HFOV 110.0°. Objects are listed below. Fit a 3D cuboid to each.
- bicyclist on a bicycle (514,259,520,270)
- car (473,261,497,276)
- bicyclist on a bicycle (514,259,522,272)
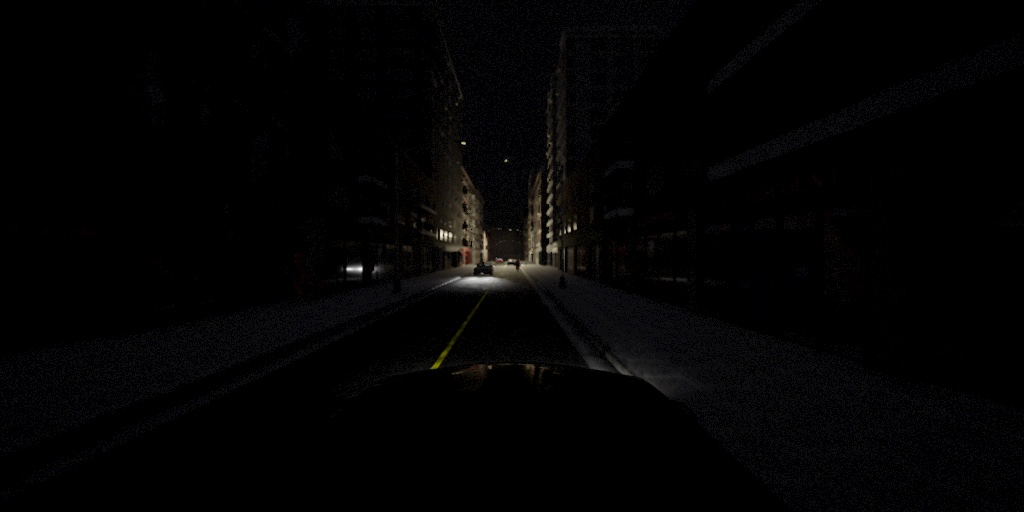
[{"bbox_3d":[0.728,1.218,51.371,0.866,1.612,1.509,0,-1,0],"label":"bicyclist on a bicycle"},{"bbox_3d":[-2.862,1.368,36.652,1.895,1.301,4.718,0,0,0],"label":"car"},{"bbox_3d":[0.731,1.209,42.429,0.866,1.612,1.509,0,-1,0],"label":"bicyclist on a bicycle"}]
